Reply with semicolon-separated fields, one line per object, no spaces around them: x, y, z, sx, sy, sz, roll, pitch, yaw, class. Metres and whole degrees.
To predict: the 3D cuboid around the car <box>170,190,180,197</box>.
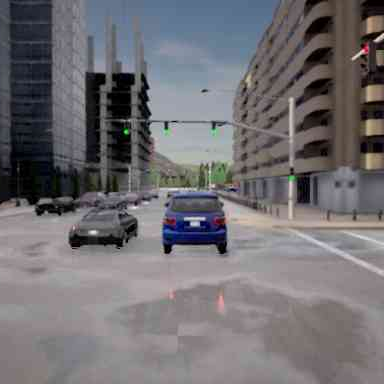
-3.533;0.353;70.542;1.994;1.385;4.181;0;1;0;car

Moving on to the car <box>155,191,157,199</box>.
-7.028;0.517;59.554;1.812;1.442;4.674;0;1;0;car

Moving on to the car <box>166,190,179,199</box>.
-3.528;0.466;60.366;2.128;1.511;4.902;0;1;0;car

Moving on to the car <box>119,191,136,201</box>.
-10.525;0.643;54.490;1.994;1.385;4.181;0;1;0;car

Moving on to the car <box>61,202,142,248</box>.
-3.408;1.332;13.507;1.994;1.385;4.181;0;1;0;car

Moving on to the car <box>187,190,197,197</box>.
-0.033;0.338;70.544;2.033;1.411;5.357;0;1;0;car

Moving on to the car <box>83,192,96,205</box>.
-10.607;0.749;35.320;2.097;1.767;4.553;0;1;0;car

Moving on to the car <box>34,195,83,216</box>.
-10.607;1.145;26.430;1.895;1.301;4.718;0;1;0;car

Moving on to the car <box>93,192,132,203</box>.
-7.104;0.983;30.229;1.837;1.490;4.892;0;1;0;car

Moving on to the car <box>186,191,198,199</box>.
-0.028;0.533;60.485;1.994;1.385;4.181;0;1;0;car

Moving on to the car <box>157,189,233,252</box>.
0.094;1.001;12.849;2.150;2.045;5.566;0;1;0;car

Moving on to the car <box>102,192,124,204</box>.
-10.579;0.767;44.687;1.812;1.442;4.674;0;1;0;car

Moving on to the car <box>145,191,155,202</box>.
-7.048;0.725;49.296;1.994;1.385;4.181;0;1;0;car

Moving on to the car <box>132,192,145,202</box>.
-7.097;0.854;39.254;1.812;1.442;4.674;0;1;0;car
